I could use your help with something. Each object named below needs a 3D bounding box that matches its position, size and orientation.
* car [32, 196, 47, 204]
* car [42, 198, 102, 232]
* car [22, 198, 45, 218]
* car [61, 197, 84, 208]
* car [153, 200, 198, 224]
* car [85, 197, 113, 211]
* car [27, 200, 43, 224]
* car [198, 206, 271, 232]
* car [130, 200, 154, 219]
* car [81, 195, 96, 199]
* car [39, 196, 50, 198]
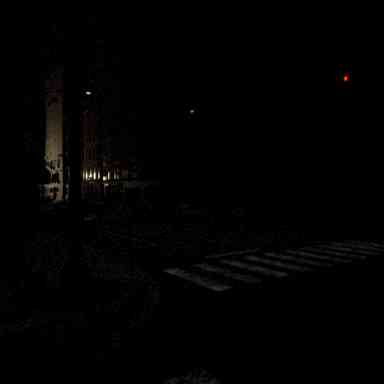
[{"bbox_3d":[-29.593,1.513,64.514,1.802,1.307,4.206,0,0,-36],"label":"car"},{"bbox_3d":[-7.109,1.380,19.499,1.967,1.590,4.097,0,0,-36],"label":"car"},{"bbox_3d":[-13.553,1.488,28.461,2.008,1.369,4.403,0,0,-36],"label":"car"},{"bbox_3d":[-16.808,1.459,46.727,1.752,1.417,4.829,0,0,-36],"label":"car"},{"bbox_3d":[-0.698,1.466,24.330,1.752,1.417,4.829,0,0,-36],"label":"car"},{"bbox_3d":[-10.264,1.519,37.633,1.802,1.307,4.206,0,0,-36],"label":"car"},{"bbox_3d":[-10.331,1.520,23.980,1.802,1.307,4.206,0,0,-36],"label":"car"},{"bbox_3d":[2.623,1.493,19.711,2.008,1.369,4.403,0,0,-36],"label":"car"},{"bbox_3d":[-3.820,1.380,28.671,1.967,1.590,4.097,0,0,-36],"label":"car"},{"bbox_3d":[-13.485,1.250,42.113,2.192,1.841,5.009,0,0,-36],"label":"car"},{"bbox_3d":[-26.371,1.513,60.034,1.802,1.307,4.206,0,0,-36],"label":"car"}]
